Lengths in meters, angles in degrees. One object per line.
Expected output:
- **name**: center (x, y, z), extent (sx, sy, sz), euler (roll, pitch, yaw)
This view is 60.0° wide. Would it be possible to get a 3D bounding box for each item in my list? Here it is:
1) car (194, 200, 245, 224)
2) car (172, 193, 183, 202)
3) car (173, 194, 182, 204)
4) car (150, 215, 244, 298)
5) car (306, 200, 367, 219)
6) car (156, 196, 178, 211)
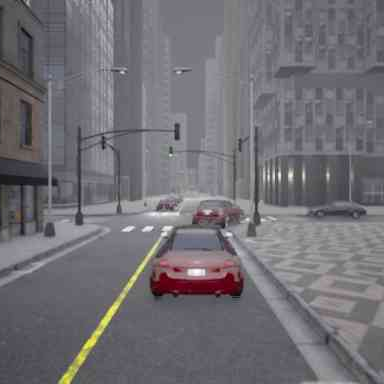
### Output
- **car**: center (1.820, 1.264, 21.512), extent (2.097, 1.767, 4.553), euler (0, 0, 25)
- **car**: center (-2.857, 1.111, 67.940), extent (2.097, 1.767, 4.553), euler (0, 0, 0)
- **car**: center (-2.992, 1.369, 47.943), extent (2.033, 1.411, 5.357), euler (0, 0, 0)
- **car**: center (0.117, 1.528, 8.486), extent (1.994, 1.385, 4.181), euler (0, 0, 1)
- **car**: center (11.800, 1.423, 27.304), extent (4.674, 1.442, 1.812), euler (0, 0, 1)
- **car**: center (-3.015, 1.455, 38.291), extent (1.895, 1.301, 4.718), euler (0, 0, 0)
